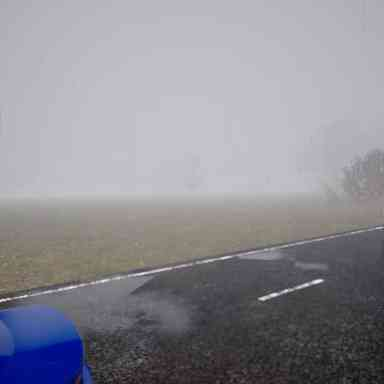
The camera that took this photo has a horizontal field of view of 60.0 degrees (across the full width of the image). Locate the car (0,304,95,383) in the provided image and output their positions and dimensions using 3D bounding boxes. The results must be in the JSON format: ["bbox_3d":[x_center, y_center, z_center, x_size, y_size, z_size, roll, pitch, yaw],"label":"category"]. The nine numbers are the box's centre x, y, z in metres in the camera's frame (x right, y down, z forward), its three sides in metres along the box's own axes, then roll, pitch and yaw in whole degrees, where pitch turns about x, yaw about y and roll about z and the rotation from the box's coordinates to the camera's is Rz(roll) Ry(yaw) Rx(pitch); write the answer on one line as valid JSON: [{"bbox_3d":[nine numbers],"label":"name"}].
[{"bbox_3d":[-3.017,1.545,1.522,5.008,1.535,1.882,-2,2,-36],"label":"car"}]
